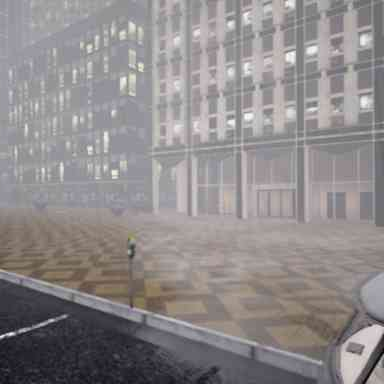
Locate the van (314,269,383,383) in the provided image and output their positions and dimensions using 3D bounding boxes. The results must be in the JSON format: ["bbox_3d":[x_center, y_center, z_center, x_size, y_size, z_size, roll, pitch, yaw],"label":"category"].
[{"bbox_3d":[2.444,1.345,1.140,3.998,1.788,1.690,0,0,36],"label":"van"}]
